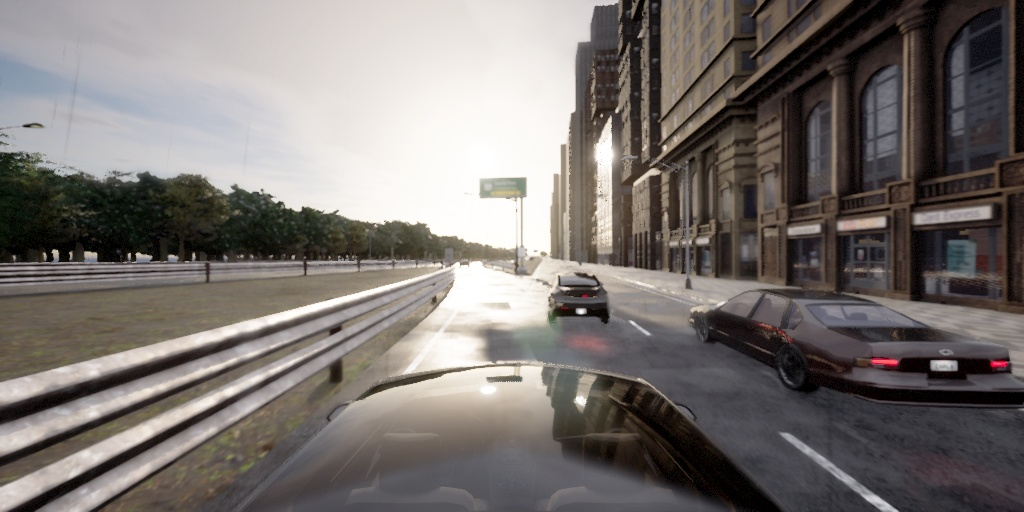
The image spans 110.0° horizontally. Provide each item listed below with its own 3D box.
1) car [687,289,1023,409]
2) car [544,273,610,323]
[{"bbox_3d":[5.146,1.310,6.590,2.033,1.411,5.357,0,0,5],"label":"car"},{"bbox_3d":[2.154,1.313,12.490,1.837,1.490,4.892,0,0,5],"label":"car"}]
